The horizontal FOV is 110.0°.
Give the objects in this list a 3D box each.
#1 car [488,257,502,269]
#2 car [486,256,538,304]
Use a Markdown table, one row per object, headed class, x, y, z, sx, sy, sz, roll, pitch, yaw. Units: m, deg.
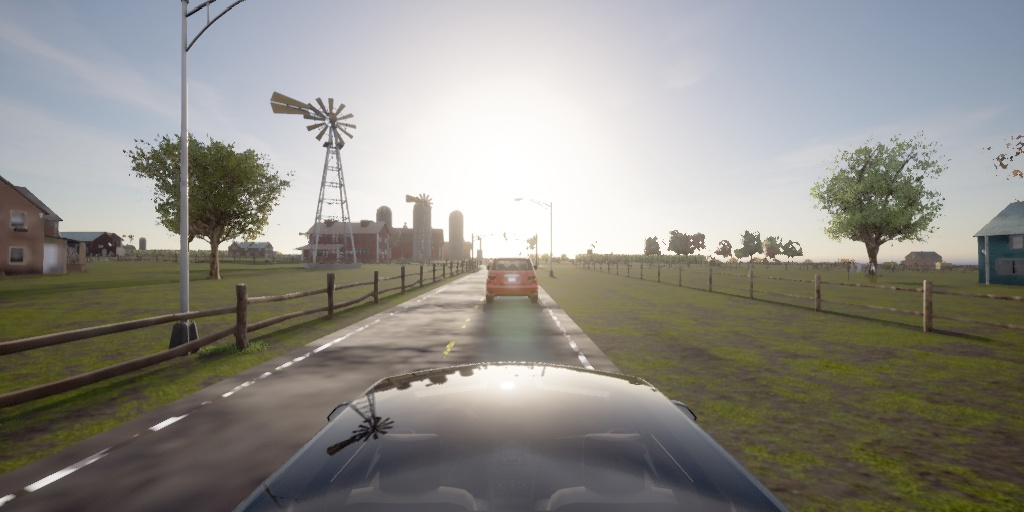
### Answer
| class | x | y | z | sx | sy | sz | roll | pitch | yaw |
| --- | --- | --- | --- | --- | --- | --- | --- | --- | --- |
| car | -2.750 | 1.108 | 59.431 | 2.150 | 2.045 | 5.566 | 0 | 0 | 0 |
| car | 0.000 | 1.013 | 16.534 | 2.150 | 2.045 | 5.566 | 0 | 0 | 0 |
